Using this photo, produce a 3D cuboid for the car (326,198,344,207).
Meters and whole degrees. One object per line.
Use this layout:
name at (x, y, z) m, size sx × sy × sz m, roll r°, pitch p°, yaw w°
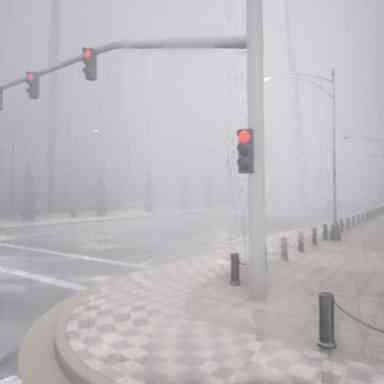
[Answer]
car at (22.978, 1.664, 53.435) m, size 1.994 × 1.385 × 4.181 m, roll -1°, pitch -1°, yaw 35°
